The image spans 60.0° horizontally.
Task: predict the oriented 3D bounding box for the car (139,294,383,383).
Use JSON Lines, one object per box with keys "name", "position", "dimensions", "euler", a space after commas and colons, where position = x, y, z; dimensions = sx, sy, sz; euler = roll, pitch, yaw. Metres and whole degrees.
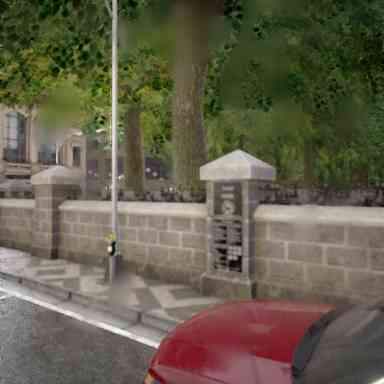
{"name": "car", "position": [1.910, 1.317, 1.597], "dimensions": [5.009, 1.841, 2.192], "euler": [0, 0, 36]}
